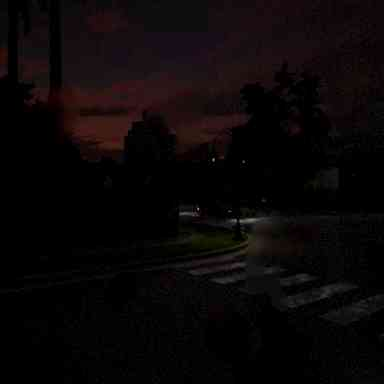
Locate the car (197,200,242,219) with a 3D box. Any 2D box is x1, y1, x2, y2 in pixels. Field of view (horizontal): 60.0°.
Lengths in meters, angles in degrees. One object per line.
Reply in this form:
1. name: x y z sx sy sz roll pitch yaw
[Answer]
1. car: 2.426 1.552 30.075 1.837 1.490 4.892 0 0 -36
